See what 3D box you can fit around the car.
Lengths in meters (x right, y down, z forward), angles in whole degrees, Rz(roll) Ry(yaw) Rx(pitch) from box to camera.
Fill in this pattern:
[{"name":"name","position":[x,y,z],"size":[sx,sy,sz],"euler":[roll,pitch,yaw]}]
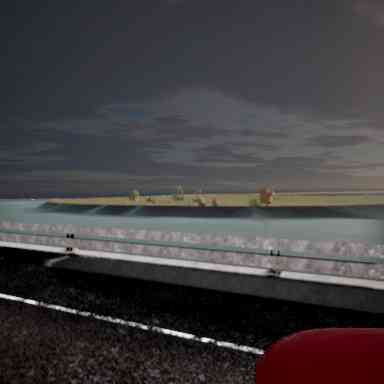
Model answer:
[{"name":"car","position":[2.685,1.525,1.959],"size":[4.674,1.442,1.812],"euler":[0,0,26]}]
